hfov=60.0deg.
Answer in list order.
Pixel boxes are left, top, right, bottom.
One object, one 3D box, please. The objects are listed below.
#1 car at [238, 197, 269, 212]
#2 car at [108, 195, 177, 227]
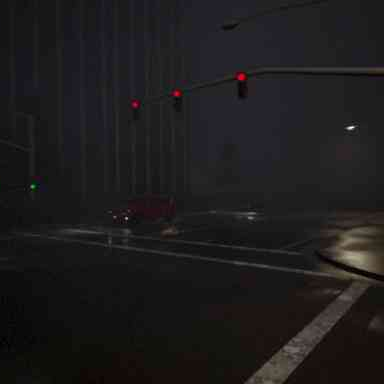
[{"bbox_3d":[6.942,1.395,37.313,1.837,1.490,4.892,-1,0,38],"label":"car"},{"bbox_3d":[-3.409,1.275,24.144,2.150,2.045,5.566,-1,0,38],"label":"car"}]
